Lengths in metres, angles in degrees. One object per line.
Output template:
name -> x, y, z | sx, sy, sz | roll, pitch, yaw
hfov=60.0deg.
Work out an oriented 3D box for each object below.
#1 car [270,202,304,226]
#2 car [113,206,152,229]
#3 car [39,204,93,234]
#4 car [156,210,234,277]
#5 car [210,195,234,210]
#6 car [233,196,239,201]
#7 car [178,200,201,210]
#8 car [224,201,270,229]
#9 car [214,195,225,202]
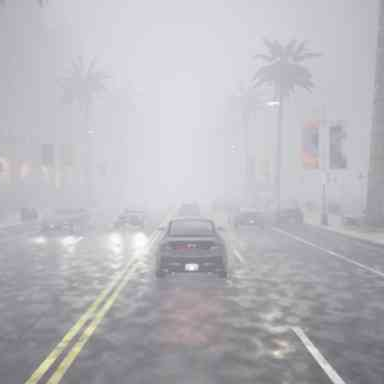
car -> 6.358, 1.471, 23.518 | 2.231, 1.521, 4.892 | 0, 0, -1
car -> -3.800, 1.617, 21.801 | 1.895, 1.301, 4.718 | 0, 0, 0
car -> -7.281, 1.530, 19.677 | 1.837, 1.490, 4.892 | 0, 0, 0
car -> -0.017, 1.508, 10.199 | 1.837, 1.490, 4.892 | 0, 0, 0
car -> 3.213, 1.494, 38.556 | 2.128, 1.511, 4.902 | 0, 0, -1
car -> 6.060, 1.353, 52.892 | 2.185, 1.767, 4.553 | 0, 0, -1
car -> -0.200, 1.501, 30.192 | 2.128, 1.511, 4.902 | 0, 0, -1
car -> 3.393, 1.523, 21.307 | 1.812, 1.442, 4.674 | 0, 0, -1
car -> 6.139, 1.518, 74.823 | 2.161, 1.482, 4.786 | 0, 0, -1
